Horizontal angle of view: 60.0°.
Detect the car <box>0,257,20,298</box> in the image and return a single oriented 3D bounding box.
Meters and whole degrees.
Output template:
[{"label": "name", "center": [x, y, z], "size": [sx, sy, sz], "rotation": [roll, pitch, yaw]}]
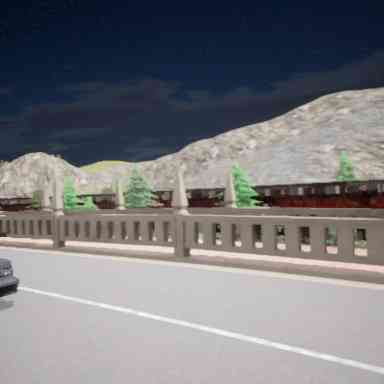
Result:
[{"label": "car", "center": [-6.085, 1.755, 7.448], "size": [5.357, 1.411, 2.033], "rotation": [-3, 0, 33]}]
